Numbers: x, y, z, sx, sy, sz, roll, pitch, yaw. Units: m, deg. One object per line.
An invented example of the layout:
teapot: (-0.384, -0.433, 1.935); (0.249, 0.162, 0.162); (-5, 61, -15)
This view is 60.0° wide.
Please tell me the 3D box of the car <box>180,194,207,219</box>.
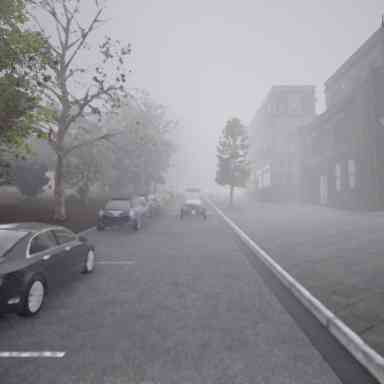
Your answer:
car: (0.096, 1.106, 24.308); (1.812, 1.442, 4.674); (0, 2, 0)

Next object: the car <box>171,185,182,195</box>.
car: (-3.667, -0.051, 68.674); (2.097, 1.535, 5.008); (0, 1, 2)

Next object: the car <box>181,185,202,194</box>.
car: (0.092, 0.373, 41.939); (2.150, 2.045, 5.566); (0, 2, 0)

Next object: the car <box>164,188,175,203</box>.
car: (-3.654, 0.649, 41.018); (1.946, 1.575, 5.366); (0, 1, 2)

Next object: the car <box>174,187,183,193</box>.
car: (-3.671, -0.619, 90.947); (2.097, 1.535, 5.008); (0, 1, 2)

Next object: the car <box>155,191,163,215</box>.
car: (-3.660, 0.939, 24.090); (2.185, 1.767, 4.553); (0, 1, 2)

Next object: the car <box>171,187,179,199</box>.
car: (-3.662, 0.406, 52.002); (2.163, 1.488, 4.792); (0, 1, 2)

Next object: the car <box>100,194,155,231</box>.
car: (-3.658, 1.072, 18.521); (2.185, 1.767, 4.553); (0, 1, 2)

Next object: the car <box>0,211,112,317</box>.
car: (-3.636, 1.423, 7.388); (2.231, 1.521, 4.892); (1, 1, 2)

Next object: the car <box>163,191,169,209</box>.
car: (-3.659, 0.931, 29.688); (2.231, 1.521, 4.892); (0, 1, 2)

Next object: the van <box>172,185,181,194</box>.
van: (-3.665, -0.566, 79.927); (1.878, 1.987, 4.442); (0, 1, 2)
